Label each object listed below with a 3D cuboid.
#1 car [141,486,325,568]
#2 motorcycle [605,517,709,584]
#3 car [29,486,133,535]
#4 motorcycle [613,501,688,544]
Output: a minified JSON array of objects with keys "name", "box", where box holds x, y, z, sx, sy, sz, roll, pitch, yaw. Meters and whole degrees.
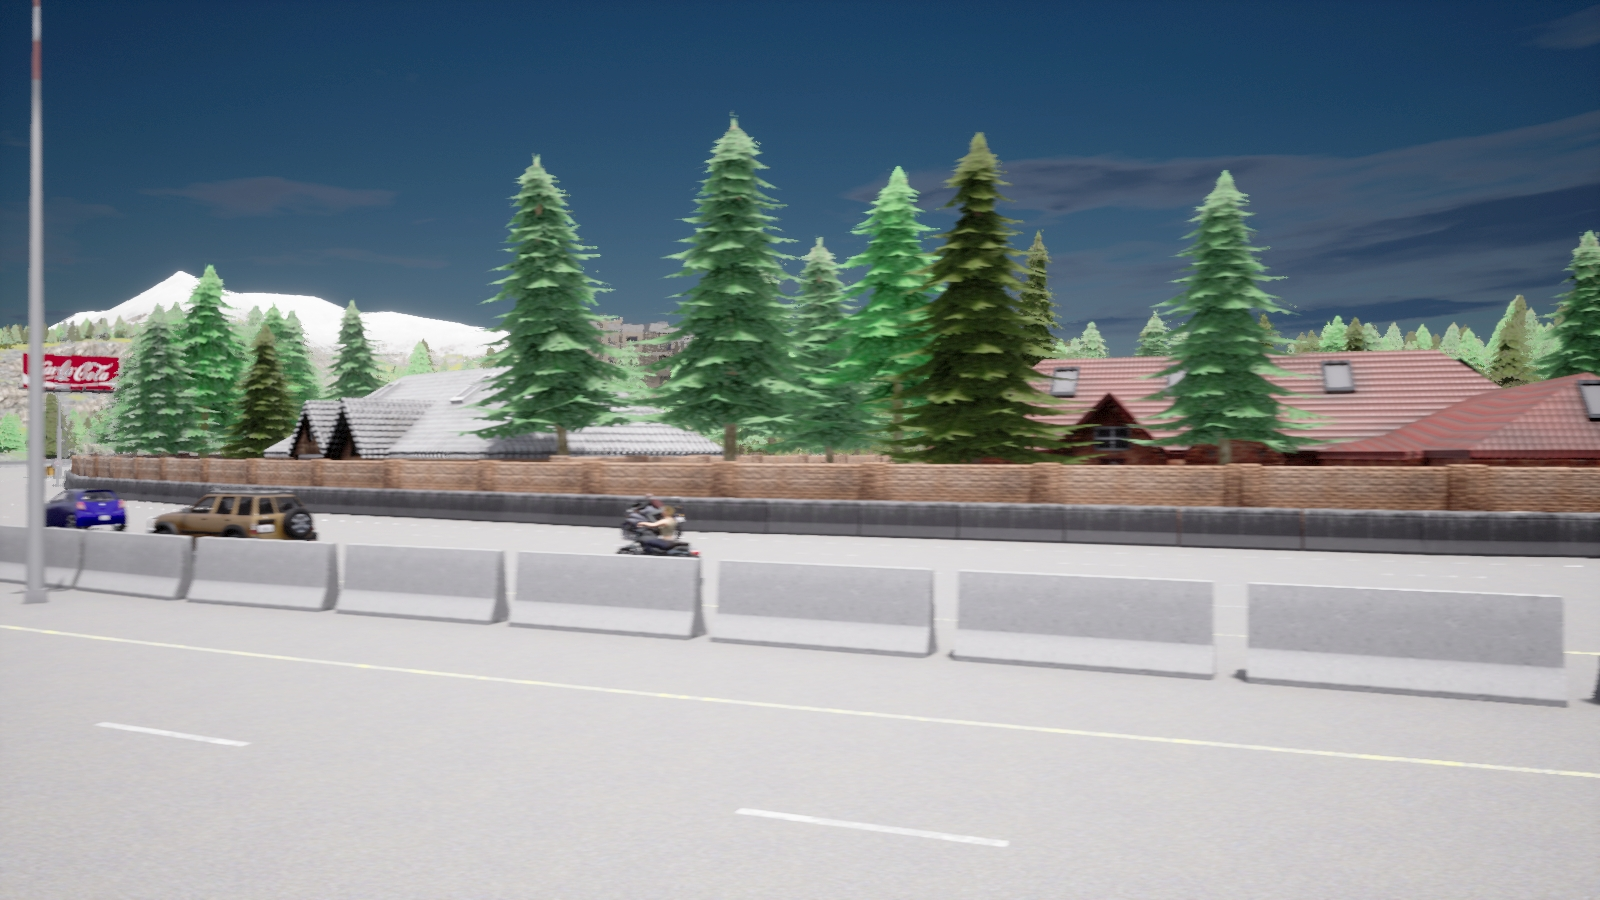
[{"name":"car","box":[-14.515,1.894,29.200,4.605,1.855,1.932,0,0,29]},{"name":"motorcycle","box":[-3.169,2.178,25.180,2.356,1.325,0.764,0,-1,34]},{"name":"car","box":[-25.127,2.079,39.904,3.633,1.501,1.845,0,0,36]},{"name":"motorcycle","box":[-4.656,2.250,35.633,2.209,1.251,0.867,0,-1,27]}]
